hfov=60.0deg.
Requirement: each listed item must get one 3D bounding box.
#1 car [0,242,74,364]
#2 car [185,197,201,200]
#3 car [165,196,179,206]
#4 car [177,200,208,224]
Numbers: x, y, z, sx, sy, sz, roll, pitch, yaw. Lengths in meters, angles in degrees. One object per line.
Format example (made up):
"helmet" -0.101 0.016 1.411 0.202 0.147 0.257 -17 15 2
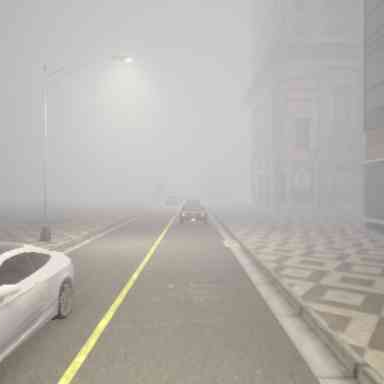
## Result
"car" -3.099 1.511 4.540 1.812 1.442 4.674 0 0 0
"car" 0.100 1.327 41.604 2.128 1.511 4.902 0 0 0
"car" -3.000 1.332 49.894 1.837 1.490 4.892 0 0 0
"car" 0.099 1.518 23.883 1.895 1.301 4.718 0 0 0
